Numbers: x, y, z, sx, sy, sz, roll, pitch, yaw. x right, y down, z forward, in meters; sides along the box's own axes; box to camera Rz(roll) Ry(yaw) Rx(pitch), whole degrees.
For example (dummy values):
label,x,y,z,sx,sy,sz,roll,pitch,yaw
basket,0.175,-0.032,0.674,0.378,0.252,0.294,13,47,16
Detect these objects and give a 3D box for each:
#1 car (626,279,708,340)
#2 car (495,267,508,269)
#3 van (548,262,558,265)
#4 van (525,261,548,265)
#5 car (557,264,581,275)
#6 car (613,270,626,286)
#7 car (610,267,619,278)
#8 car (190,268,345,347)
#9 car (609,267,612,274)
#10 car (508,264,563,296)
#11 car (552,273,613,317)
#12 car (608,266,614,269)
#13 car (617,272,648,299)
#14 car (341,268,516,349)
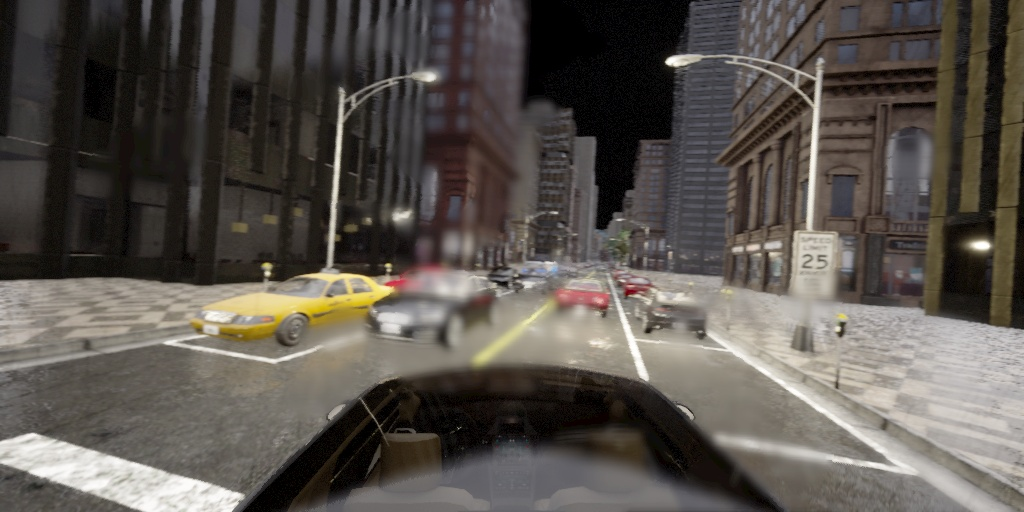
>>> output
label,x,y,z,sx,sy,sz,roll,pitch,yaw
car,5.024,1.697,11.718,2.007,1.370,4.403,0,0,14
car,-0.597,1.399,24.041,1.948,1.339,4.313,0,0,14
van,4.670,1.667,44.572,1.690,1.789,3.998,0,0,14
van,2.036,1.420,34.307,1.690,1.789,3.998,0,0,14
car,6.624,1.983,40.951,2.033,1.411,5.357,4,0,15
car,10.389,2.224,32.631,1.802,1.307,4.207,0,0,14
car,13.072,2.438,43.088,1.888,1.381,4.507,0,0,14
car,-4.590,1.000,8.479,1.751,1.417,4.829,0,0,14
car,14.413,2.585,48.317,1.948,1.339,4.313,0,0,14
car,1.525,1.453,21.416,2.128,1.511,4.902,4,0,14
car,3.048,1.628,14.943,1.895,1.301,4.718,4,0,14
car,17.096,2.835,58.775,1.948,1.339,4.313,0,0,14
car,7.707,1.936,22.175,1.888,1.381,4.507,0,0,14
car,-1.634,1.166,9.117,2.128,1.511,4.902,4,0,14
